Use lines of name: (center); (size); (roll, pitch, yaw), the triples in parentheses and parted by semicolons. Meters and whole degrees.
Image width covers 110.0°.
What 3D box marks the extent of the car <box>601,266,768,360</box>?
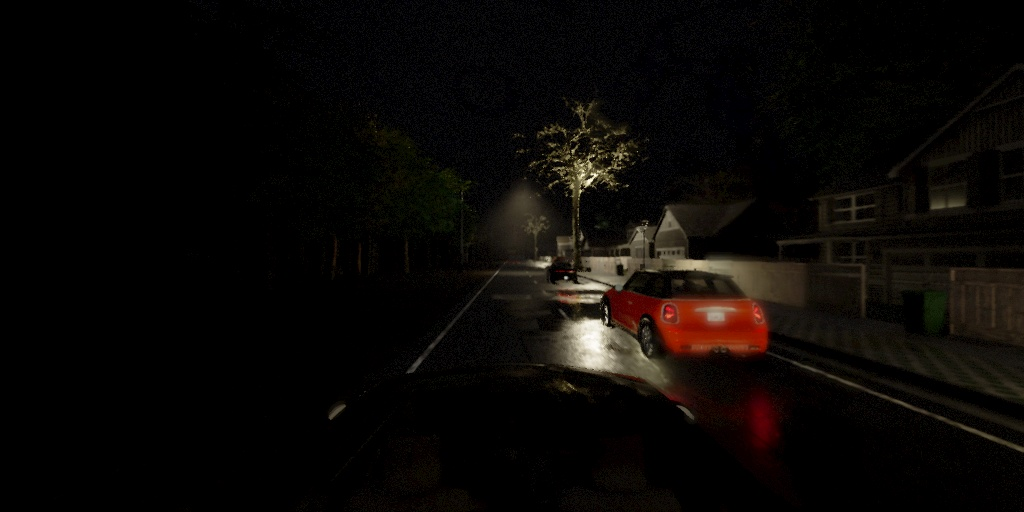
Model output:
car: (3.601, 1.084, 8.456); (2.097, 1.767, 4.553); (0, 0, 0)

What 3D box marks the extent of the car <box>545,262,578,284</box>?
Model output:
car: (3.600, 1.193, 26.267); (1.837, 1.490, 4.892); (0, 0, 0)
